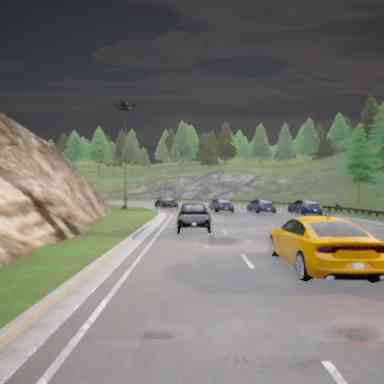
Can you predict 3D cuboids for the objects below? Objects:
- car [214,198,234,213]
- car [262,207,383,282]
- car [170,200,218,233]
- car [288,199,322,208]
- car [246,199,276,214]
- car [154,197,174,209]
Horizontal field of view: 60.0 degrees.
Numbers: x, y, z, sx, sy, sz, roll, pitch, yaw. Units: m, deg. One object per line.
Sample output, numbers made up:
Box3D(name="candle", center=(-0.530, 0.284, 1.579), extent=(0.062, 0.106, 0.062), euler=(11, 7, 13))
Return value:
Box3D(name="car", center=(2.913, 1.349, 34.091), extent=(1.812, 1.442, 4.674), euler=(0, 0, -10))
Box3D(name="car", center=(3.605, 1.427, 9.654), extent=(1.882, 1.535, 5.008), euler=(0, 0, 0))
Box3D(name="car", center=(0.108, 1.392, 19.064), extent=(2.128, 1.511, 4.902), euler=(0, 0, 0))
Box3D(name="car", center=(10.345, 1.366, 30.682), extent=(1.812, 1.442, 4.674), euler=(0, 0, -5))
Box3D(name="car", center=(6.682, 1.358, 32.345), extent=(1.812, 1.442, 4.674), euler=(0, 0, -6))
Box3D(name="car", center=(-3.330, 1.310, 41.889), extent=(1.812, 1.442, 4.674), euler=(1, 0, -25))
